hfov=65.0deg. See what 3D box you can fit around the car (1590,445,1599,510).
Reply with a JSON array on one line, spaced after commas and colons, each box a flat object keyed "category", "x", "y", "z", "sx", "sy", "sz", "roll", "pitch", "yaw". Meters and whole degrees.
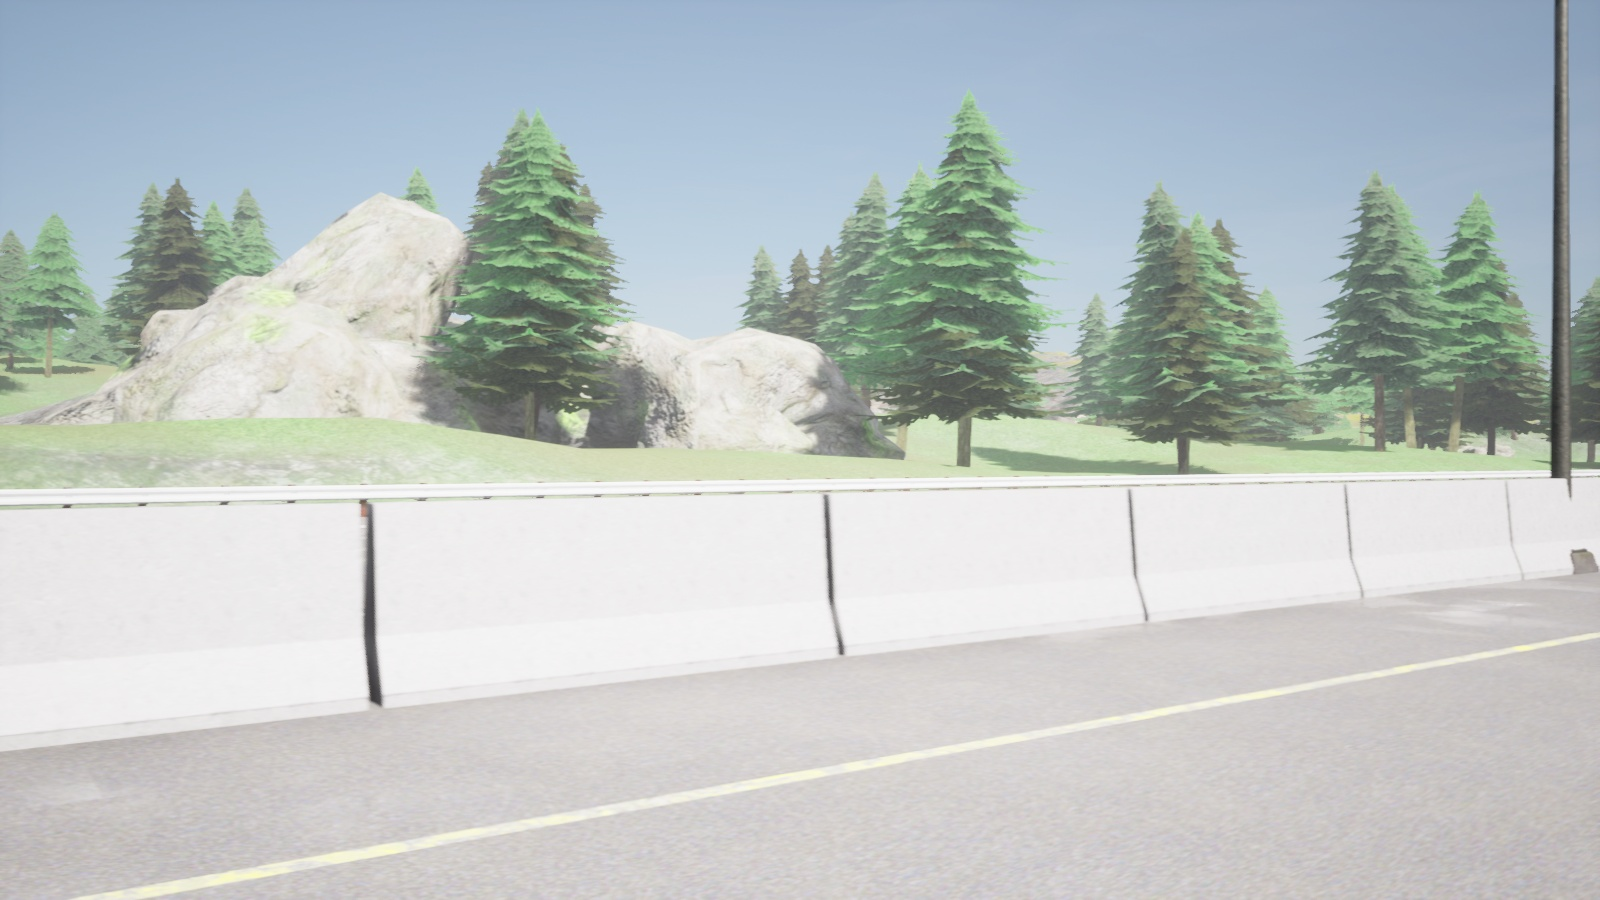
[{"category": "car", "x": 21.844, "y": 0.674, "z": 31.656, "sx": 3.988, "sy": 1.617, "sz": 1.851, "roll": 0, "pitch": 0, "yaw": -35}]
